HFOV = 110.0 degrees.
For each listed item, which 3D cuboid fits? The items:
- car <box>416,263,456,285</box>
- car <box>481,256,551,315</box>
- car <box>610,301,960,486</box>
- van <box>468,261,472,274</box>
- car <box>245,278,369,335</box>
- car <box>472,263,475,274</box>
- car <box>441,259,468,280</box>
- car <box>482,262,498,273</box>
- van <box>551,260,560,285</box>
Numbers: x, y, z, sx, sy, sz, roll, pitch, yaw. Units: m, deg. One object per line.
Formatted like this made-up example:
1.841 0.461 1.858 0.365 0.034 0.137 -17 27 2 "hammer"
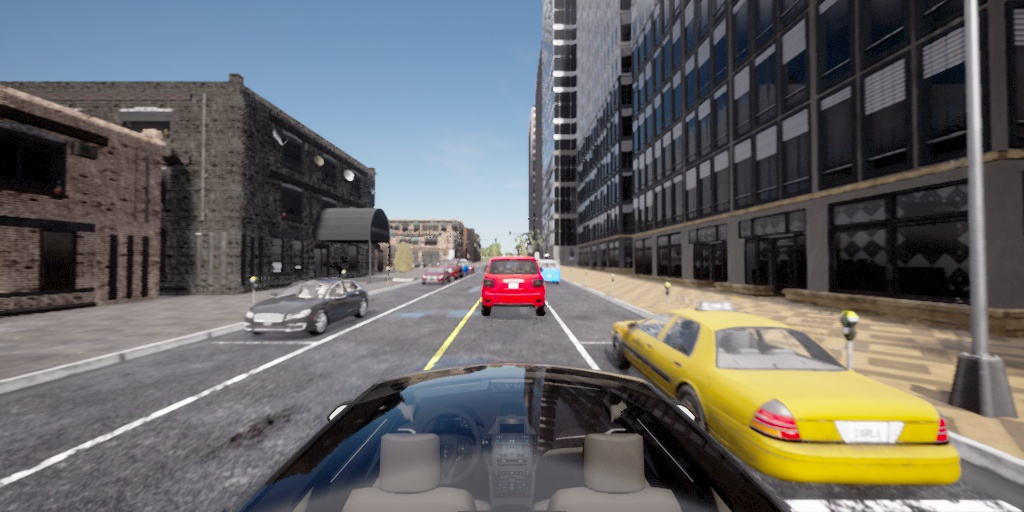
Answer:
-5.688 1.439 27.452 1.802 1.307 4.207 0 0 0 "car"
0.064 1.024 13.921 2.150 2.045 5.566 0 0 0 "car"
2.658 1.288 4.990 1.751 1.417 4.829 0 0 0 "car"
-5.687 1.245 38.739 1.690 1.789 3.998 0 0 0 "van"
-5.689 1.337 10.520 2.007 1.370 4.403 0 0 0 "car"
-5.687 1.368 44.384 1.967 1.591 4.097 0 0 0 "car"
-5.687 1.195 33.096 2.192 1.841 5.009 0 0 0 "car"
-3.059 1.552 49.778 1.895 1.301 4.718 0 0 0 "car"
2.660 1.198 27.396 1.690 1.789 3.998 0 0 0 "van"
